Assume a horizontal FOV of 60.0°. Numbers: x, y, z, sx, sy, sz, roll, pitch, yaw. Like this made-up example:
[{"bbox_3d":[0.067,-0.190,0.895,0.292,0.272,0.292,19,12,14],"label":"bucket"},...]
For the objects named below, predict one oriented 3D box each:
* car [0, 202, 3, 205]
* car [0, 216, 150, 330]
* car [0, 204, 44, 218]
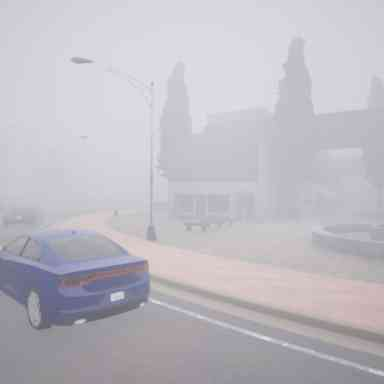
[{"bbox_3d":[-20.649,1.726,34.129,2.033,1.411,5.357,0,-1,0],"label":"car"},{"bbox_3d":[-2.927,1.527,7.177,1.882,1.535,5.008,1,0,-44],"label":"car"},{"bbox_3d":[-12.300,1.710,24.571,1.994,1.385,4.181,0,-1,-14],"label":"car"}]
